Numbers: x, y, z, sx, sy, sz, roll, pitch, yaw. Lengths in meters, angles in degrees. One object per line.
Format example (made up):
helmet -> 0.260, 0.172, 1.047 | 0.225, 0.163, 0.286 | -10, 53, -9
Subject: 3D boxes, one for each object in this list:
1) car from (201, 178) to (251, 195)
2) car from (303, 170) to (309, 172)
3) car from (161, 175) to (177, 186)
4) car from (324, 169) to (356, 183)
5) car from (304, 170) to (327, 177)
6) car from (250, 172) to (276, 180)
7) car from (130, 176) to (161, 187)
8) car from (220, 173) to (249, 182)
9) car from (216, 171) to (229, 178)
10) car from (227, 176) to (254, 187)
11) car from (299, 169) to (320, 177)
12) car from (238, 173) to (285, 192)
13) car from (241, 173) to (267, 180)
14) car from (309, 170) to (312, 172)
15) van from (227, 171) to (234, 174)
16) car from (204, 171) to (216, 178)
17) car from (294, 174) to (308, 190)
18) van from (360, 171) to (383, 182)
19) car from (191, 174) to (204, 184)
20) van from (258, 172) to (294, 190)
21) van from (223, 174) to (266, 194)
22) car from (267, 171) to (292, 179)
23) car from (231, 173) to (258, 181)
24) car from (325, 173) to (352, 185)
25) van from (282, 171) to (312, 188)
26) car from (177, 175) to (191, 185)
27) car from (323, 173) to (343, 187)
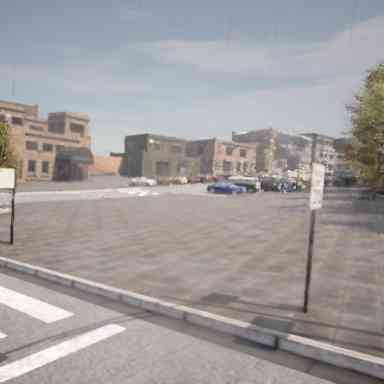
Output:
car -> 4.162, -0.477, 40.688 | 5.008, 1.535, 2.097 | 4, 7, 33
car -> 24.342, -4.310, 78.493 | 4.553, 1.767, 2.185 | 2, 6, 31
car -> -5.437, -1.829, 54.659 | 4.792, 1.488, 2.163 | 2, 5, 31
car -> 25.701, -2.327, 56.945 | 5.566, 2.045, 2.435 | 4, 7, 32
car -> 31.217, -4.684, 83.970 | 5.008, 1.535, 2.097 | 3, 6, 32
car -> 15.142, -3.477, 71.236 | 5.008, 1.535, 2.097 | 2, 5, 31
car -> -7.754, -1.638, 52.822 | 4.674, 1.452, 2.002 | 2, 5, 31
car -> 8.440, -2.936, 65.642 | 5.366, 1.575, 1.946 | 2, 5, 31
car -> 3.700, -2.582, 62.069 | 5.008, 1.535, 2.097 | 2, 5, 31
car -> 7.825, -1.737, 53.706 | 1.837, 1.490, 4.892 | 4, 6, 44
car -> 28.935, -4.647, 82.127 | 4.553, 1.767, 2.185 | 3, 6, 32
car -> 8.923, -1.081, 44.269 | 5.566, 2.045, 2.435 | 4, 8, 33
car -> 12.881, -3.267, 69.388 | 4.792, 1.488, 2.163 | 2, 5, 31
car -> 26.617, -4.319, 80.352 | 4.674, 1.452, 2.002 | 2, 5, 31
van -> 5.890, -2.990, 63.945 | 4.442, 1.987, 1.878 | 2, 6, 31
car -> 1.434, -2.525, 60.187 | 4.553, 1.767, 2.185 | 2, 6, 31
car -> 13.711, -1.311, 47.892 | 4.553, 1.767, 2.185 | 4, 7, 33
van -> 35.196, -3.024, 64.318 | 4.442, 1.987, 1.878 | 4, 7, 31
car -> -0.908, -2.192, 58.384 | 4.792, 1.488, 2.163 | 2, 6, 31
van -> 11.241, -1.239, 46.119 | 4.442, 1.987, 1.878 | 4, 8, 33
van -> 6.657, -0.870, 42.399 | 4.442, 1.987, 1.878 | 4, 7, 33
car -> 19.733, -3.831, 74.872 | 4.892, 1.521, 2.231 | 2, 6, 31
car -> 10.563, -3.120, 67.577 | 5.008, 1.535, 2.097 | 2, 5, 31
car -> 23.315, -1.867, 55.138 | 4.792, 1.488, 2.163 | 4, 7, 32
van -> 16.230, -1.579, 49.609 | 4.442, 1.987, 1.878 | 4, 7, 33
car -> -3.150, -2.164, 56.490 | 4.553, 1.767, 2.185 | 2, 6, 31
car -> 20.911, -1.717, 53.314 | 4.892, 1.521, 2.231 | 4, 8, 32
